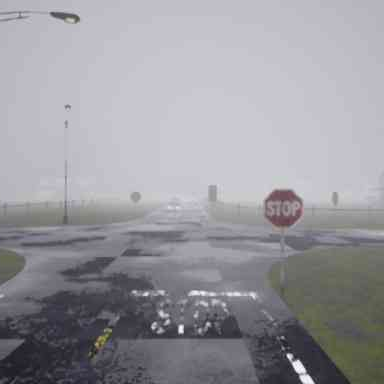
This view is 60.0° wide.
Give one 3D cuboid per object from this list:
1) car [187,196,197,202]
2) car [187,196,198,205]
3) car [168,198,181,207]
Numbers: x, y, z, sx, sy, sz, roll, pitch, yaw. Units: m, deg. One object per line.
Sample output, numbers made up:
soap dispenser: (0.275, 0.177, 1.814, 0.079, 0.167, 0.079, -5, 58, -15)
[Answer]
car: (0.015, 1.552, 74.182, 1.994, 1.385, 4.181, 0, 0, 0)
car: (0.057, 1.672, 63.322, 1.812, 1.442, 4.674, 0, 0, 2)
car: (-2.811, 1.677, 54.757, 2.033, 1.411, 5.357, 0, 0, 0)
